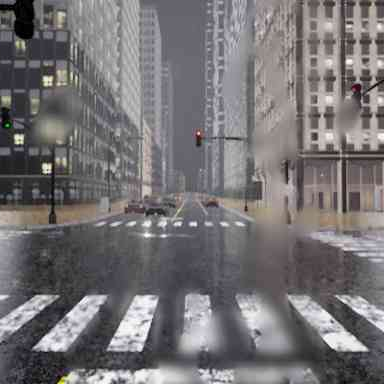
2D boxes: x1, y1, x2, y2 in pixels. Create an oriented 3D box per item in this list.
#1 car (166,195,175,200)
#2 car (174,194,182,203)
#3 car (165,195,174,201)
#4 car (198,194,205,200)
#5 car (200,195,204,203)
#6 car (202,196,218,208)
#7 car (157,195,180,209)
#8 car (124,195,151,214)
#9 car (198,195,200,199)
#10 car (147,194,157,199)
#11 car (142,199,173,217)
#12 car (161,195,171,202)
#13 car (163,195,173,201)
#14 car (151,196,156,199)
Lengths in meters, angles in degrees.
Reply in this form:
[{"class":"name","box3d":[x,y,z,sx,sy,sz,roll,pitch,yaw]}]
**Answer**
[{"class":"car","box3d":[-5.718,1.419,89.914,2.008,1.369,4.403,1,0,0]},{"class":"car","box3d":[-3.036,1.254,64.779,2.097,1.767,4.553,0,0,0]},{"class":"car","box3d":[-5.716,1.421,84.339,1.887,1.381,4.507,1,0,0]},{"class":"car","box3d":[2.659,1.405,95.575,1.887,1.381,4.507,1,0,0]},{"class":"car","box3d":[2.678,1.441,56.705,1.752,1.417,4.829,1,0,0]},{"class":"car","box3d":[2.682,1.514,45.379,1.802,1.307,4.206,1,0,0]},{"class":"car","box3d":[-3.117,1.479,45.373,2.033,1.411,5.357,0,0,0]},{"class":"car","box3d":[-5.690,1.389,34.163,1.967,1.590,4.097,1,0,0]},{"class":"car","box3d":[2.675,1.474,62.112,1.947,1.339,4.313,1,0,0]},{"class":"car","box3d":[-5.693,1.248,45.313,2.192,1.841,5.009,1,0,0]},{"class":"car","box3d":[-3.113,1.555,30.658,1.895,1.301,4.718,0,0,0]},{"class":"car","box3d":[-5.710,1.437,73.189,1.887,1.381,4.507,1,0,0]},{"class":"car","box3d":[-5.713,1.435,78.764,2.008,1.369,4.403,1,0,0]},{"class":"car","box3d":[-5.696,1.523,39.738,1.802,1.307,4.206,1,0,0]}]
